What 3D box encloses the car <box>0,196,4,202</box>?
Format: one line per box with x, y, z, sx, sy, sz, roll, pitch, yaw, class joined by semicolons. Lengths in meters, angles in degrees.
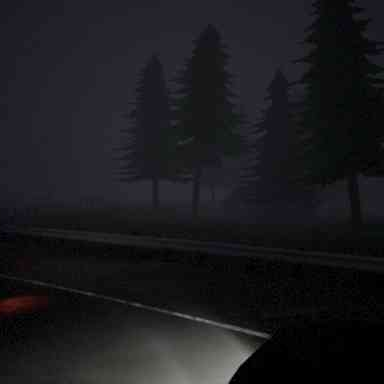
-42.059;1.481;69.917;1.994;1.385;4.181;0;0;12;car

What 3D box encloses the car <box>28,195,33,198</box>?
-34.416;1.462;73.704;2.033;1.411;5.357;0;0;8;car

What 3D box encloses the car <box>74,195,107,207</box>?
-15.075;1.452;49.243;1.837;1.490;4.892;0;0;18;car

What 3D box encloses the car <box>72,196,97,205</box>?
-19.188;1.438;59.692;1.837;1.490;4.892;1;0;15;car

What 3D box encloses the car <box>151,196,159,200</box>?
-9.829;1.452;88.339;1.994;1.385;4.181;0;0;-8;car

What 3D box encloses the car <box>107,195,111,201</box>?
-16.409;1.289;56.867;2.097;1.767;4.553;0;0;16;car

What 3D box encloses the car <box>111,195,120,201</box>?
-20.031;1.433;82.418;2.128;1.511;4.902;0;0;-4;car

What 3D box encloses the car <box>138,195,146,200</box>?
-13.419;1.423;89.054;1.812;1.442;4.674;0;0;-8;car

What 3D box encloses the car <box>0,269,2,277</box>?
-6.740;1.539;7.700;5.357;1.411;2.033;0;0;29;car

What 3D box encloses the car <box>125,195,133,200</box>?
-17.012;1.439;89.907;2.033;1.411;5.357;0;0;-8;car

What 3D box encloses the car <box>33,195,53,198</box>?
-31.148;1.464;71.450;2.033;1.411;5.357;0;0;8;car

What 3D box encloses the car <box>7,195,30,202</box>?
-38.000;1.449;73.060;2.128;1.511;4.902;0;0;8;car

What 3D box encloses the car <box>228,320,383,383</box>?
2.778;1.545;1.786;5.357;1.411;2.033;0;0;36;car

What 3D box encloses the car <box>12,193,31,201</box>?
-41.012;1.241;80.094;2.097;1.767;4.553;0;0;4;car

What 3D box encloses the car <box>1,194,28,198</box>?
-33.373;1.414;61.307;1.882;1.535;5.008;0;0;18;car
